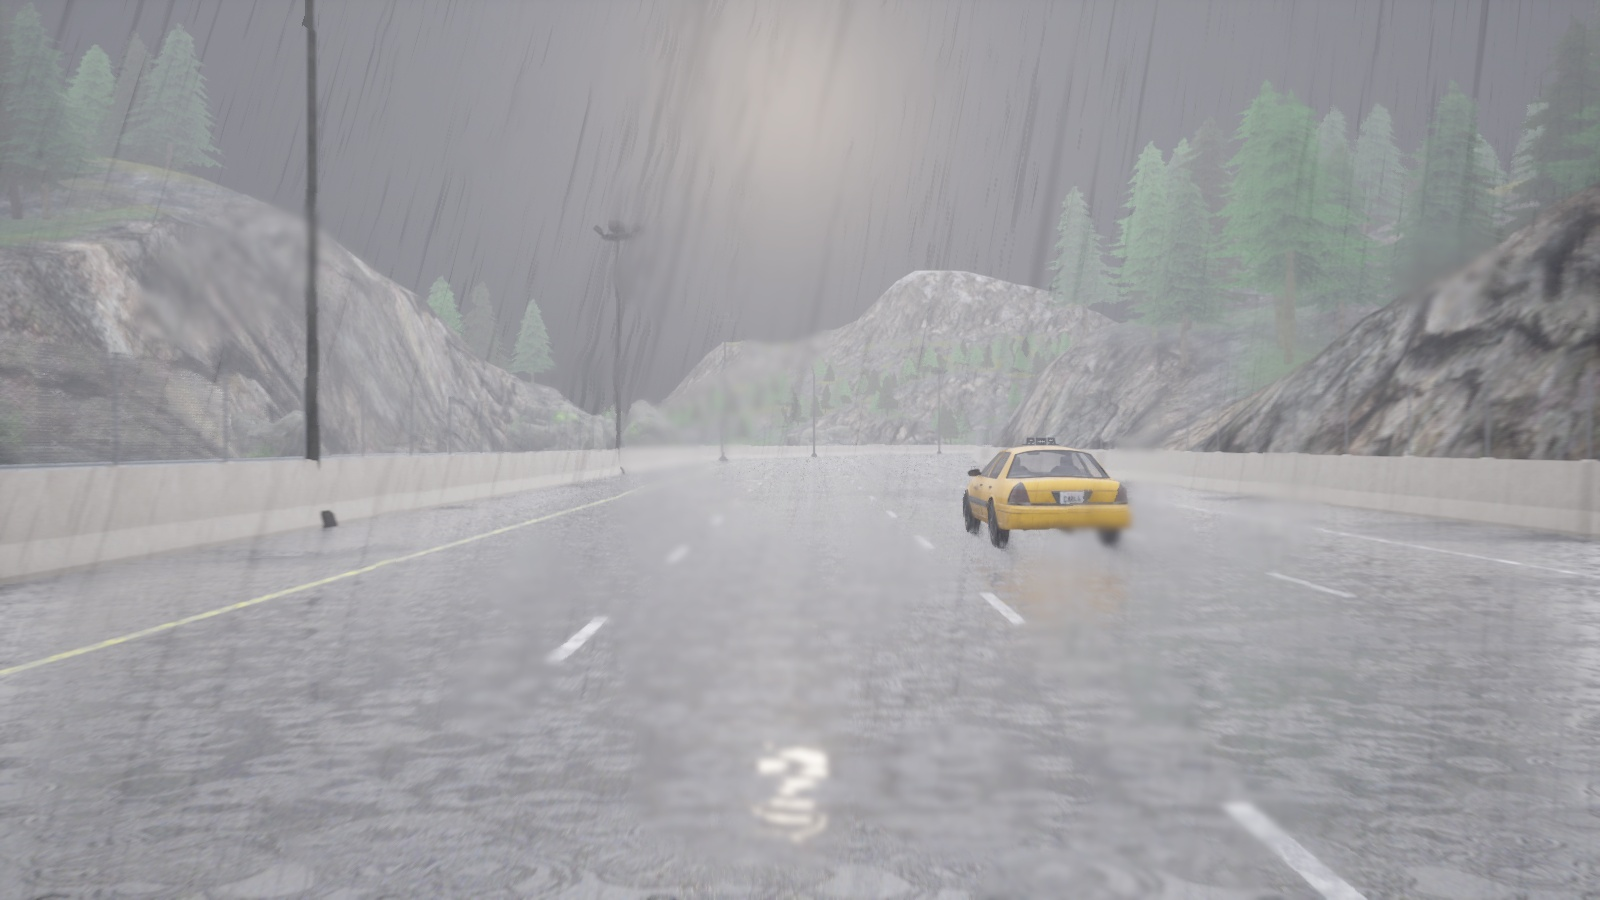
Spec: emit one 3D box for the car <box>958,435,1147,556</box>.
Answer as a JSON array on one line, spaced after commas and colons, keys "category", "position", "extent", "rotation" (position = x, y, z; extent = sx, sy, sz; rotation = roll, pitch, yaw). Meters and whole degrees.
[{"category": "car", "position": [3.623, 0.582, 19.027], "extent": [1.801, 1.575, 5.366], "rotation": [0, 0, 0]}]
